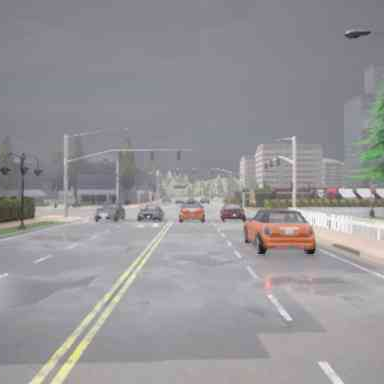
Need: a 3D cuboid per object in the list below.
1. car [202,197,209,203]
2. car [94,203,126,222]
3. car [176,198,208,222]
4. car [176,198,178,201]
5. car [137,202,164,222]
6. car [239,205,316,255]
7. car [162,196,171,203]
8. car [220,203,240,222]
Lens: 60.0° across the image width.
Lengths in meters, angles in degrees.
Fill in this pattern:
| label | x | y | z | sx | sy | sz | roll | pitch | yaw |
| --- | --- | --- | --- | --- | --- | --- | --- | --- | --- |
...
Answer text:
| label | x | y | z | sx | sy | sz | roll | pitch | yaw |
| --- | --- | --- | --- | --- | --- | --- | --- | --- | --- |
| car | 3.474 | 2.190 | 86.561 | 2.128 | 1.511 | 4.902 | 0 | -1 | 0 |
| car | -7.012 | 1.760 | 28.812 | 2.128 | 1.511 | 4.902 | 0 | -1 | 0 |
| car | -0.024 | 1.619 | 29.075 | 2.097 | 1.767 | 4.553 | 0 | -1 | -1 |
| car | -3.528 | 2.317 | 91.784 | 1.882 | 1.535 | 5.008 | 0 | -1 | 0 |
| car | -3.515 | 1.831 | 28.794 | 1.994 | 1.385 | 4.181 | 0 | -1 | 0 |
| car | 3.499 | 1.481 | 14.085 | 2.097 | 1.767 | 4.553 | 0 | -1 | 0 |
| car | -7.028 | 2.064 | 91.755 | 2.150 | 2.045 | 5.566 | 0 | -1 | 0 |
| car | 3.576 | 1.750 | 29.471 | 1.882 | 1.535 | 5.008 | 0 | 0 | 3 |
